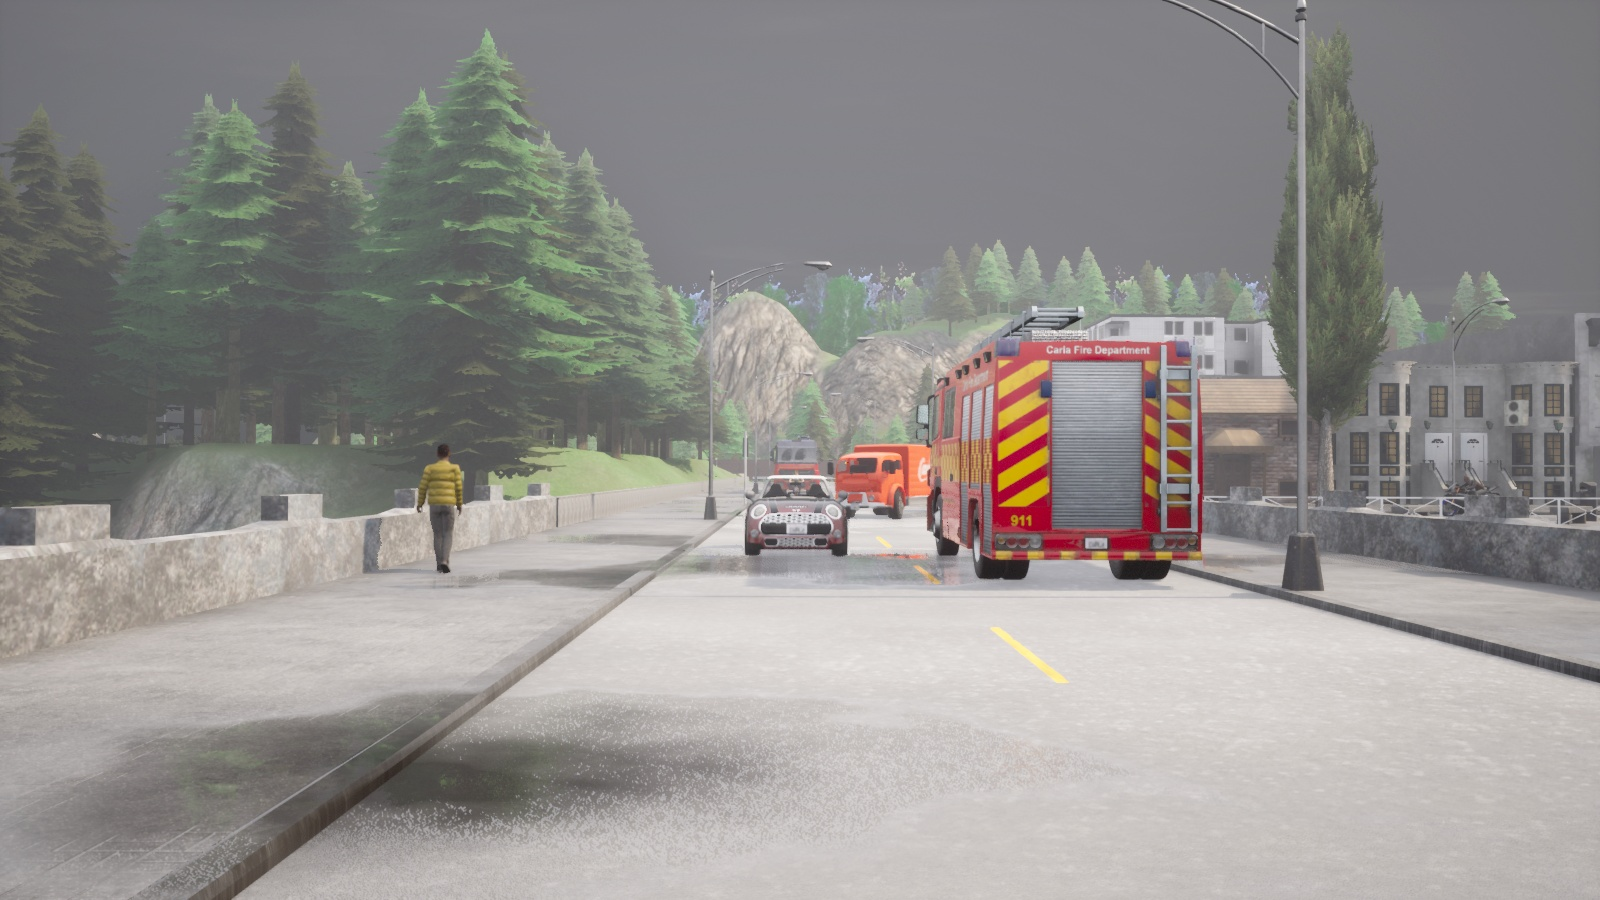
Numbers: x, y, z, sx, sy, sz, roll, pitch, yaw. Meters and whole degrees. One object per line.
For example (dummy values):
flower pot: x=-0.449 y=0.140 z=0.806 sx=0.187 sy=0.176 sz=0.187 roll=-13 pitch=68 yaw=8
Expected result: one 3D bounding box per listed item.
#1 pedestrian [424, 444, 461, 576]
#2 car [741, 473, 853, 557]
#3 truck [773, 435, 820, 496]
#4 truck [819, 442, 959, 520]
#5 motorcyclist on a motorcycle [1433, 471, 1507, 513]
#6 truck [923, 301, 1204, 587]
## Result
pedestrian: x=-5.093 y=0.845 z=17.933 sx=0.431 sy=1.840 sz=0.709 roll=0 pitch=-1 yaw=-9
car: x=-0.058 y=1.183 z=24.055 sx=1.970 sy=1.475 sz=3.806 roll=0 pitch=-1 yaw=0
truck: x=-0.210 y=1.031 z=82.391 sx=2.891 sy=3.827 sz=8.468 roll=0 pitch=-1 yaw=0
truck: x=3.094 y=1.026 z=42.517 sx=2.627 sy=2.467 sz=5.204 roll=-1 pitch=-1 yaw=31
motorcyclist on a motorcycle: x=24.407 y=1.519 z=45.770 sx=2.191 sy=1.530 sz=0.866 roll=0 pitch=-1 yaw=0
truck: x=3.942 y=-0.013 z=21.061 sx=2.891 sy=3.827 sz=8.468 roll=0 pitch=-1 yaw=0
